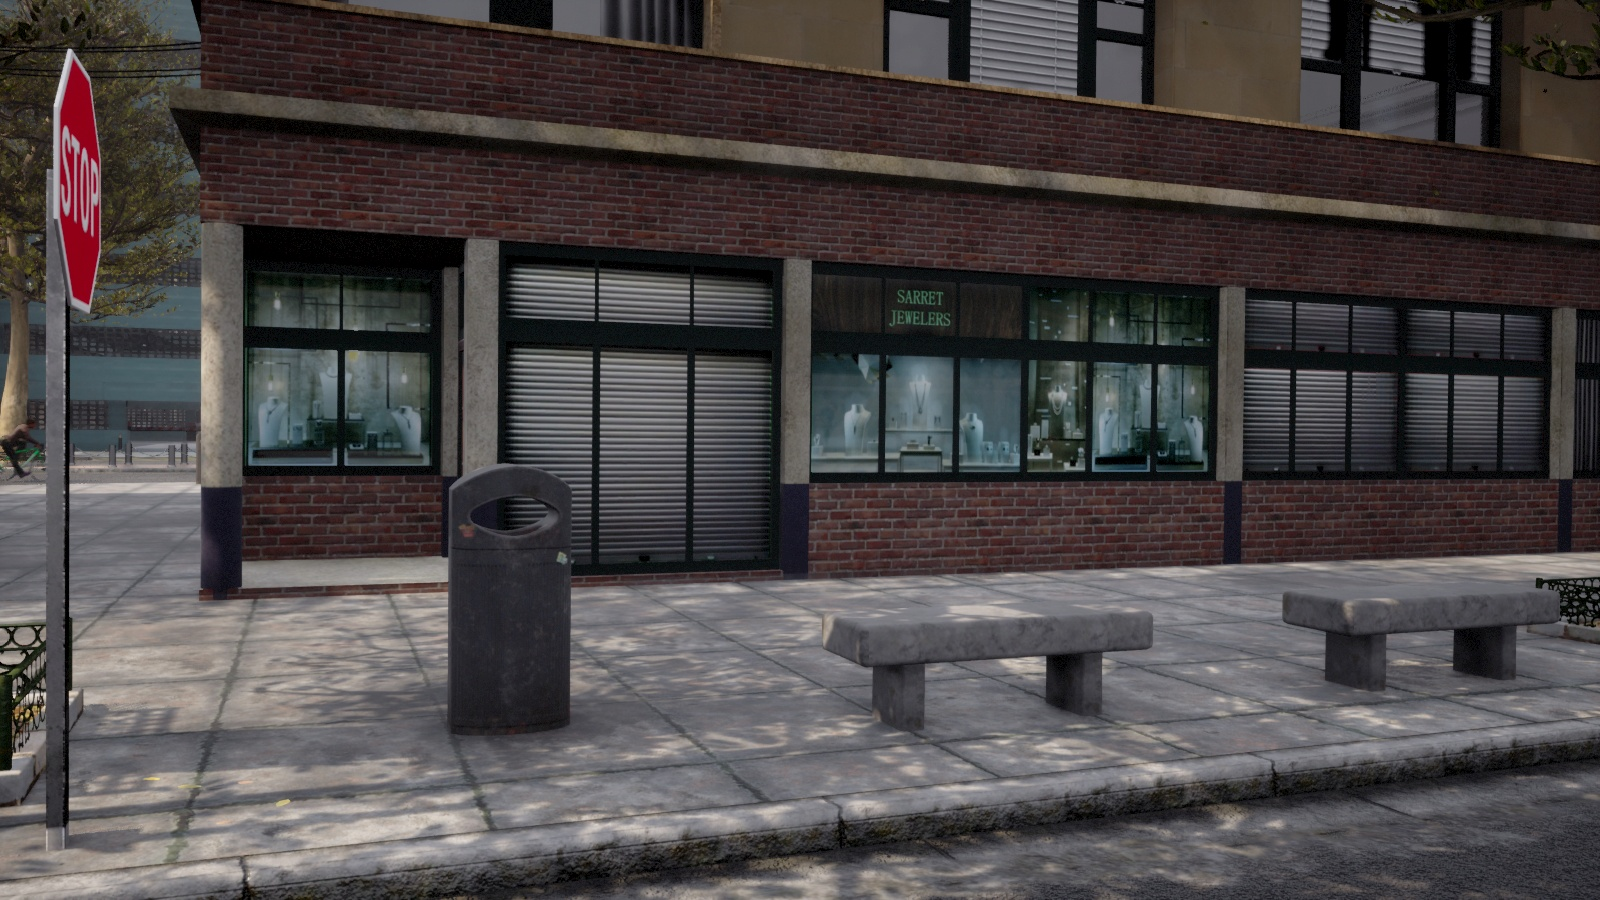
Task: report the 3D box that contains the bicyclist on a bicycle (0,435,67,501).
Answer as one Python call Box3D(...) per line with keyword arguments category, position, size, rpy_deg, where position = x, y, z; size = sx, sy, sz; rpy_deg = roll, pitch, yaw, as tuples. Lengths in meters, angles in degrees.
Box3D(category="bicyclist on a bicycle", position=(-19.544, 0.445, 31.748), size=(1.656, 1.620, 0.582), rpy_deg=(-1, 2, -41))
